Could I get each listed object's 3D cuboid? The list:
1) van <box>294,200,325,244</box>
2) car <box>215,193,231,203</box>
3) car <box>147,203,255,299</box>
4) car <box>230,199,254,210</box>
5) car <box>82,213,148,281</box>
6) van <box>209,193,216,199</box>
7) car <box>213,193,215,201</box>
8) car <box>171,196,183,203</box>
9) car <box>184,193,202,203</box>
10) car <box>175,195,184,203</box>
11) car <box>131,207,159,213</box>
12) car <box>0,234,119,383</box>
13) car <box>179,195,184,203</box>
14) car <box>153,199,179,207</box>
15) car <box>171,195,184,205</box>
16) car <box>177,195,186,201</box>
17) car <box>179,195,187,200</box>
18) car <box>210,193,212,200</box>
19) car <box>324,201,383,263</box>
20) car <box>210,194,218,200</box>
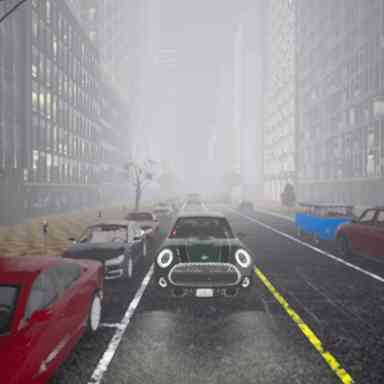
[{"bbox_3d":[6.011,1.316,15.315,1.690,1.788,3.998,-1,0,0],"label":"van"},{"bbox_3d":[5.935,1.210,60.785,2.192,1.841,5.009,-1,0,0],"label":"car"},{"bbox_3d":[0.242,1.337,8.621,2.097,1.767,4.553,0,0,0],"label":"car"},{"bbox_3d":[5.975,1.486,38.050,2.008,1.369,4.403,-1,0,0],"label":"car"},{"bbox_3d":[-2.359,1.534,9.618,2.008,1.369,4.403,-1,0,0],"label":"car"},{"bbox_3d":[5.878,1.173,94.886,1.690,1.788,3.998,-1,0,0],"label":"van"},{"bbox_3d":[5.925,1.200,66.469,2.192,1.841,5.009,-1,0,0],"label":"car"},{"bbox_3d":[-2.405,1.485,38.036,2.008,1.369,4.403,-1,0,0],"label":"car"},{"bbox_3d":[0.273,1.136,49.277,2.150,2.045,5.566,0,0,0],"label":"car"},{"bbox_3d":[-2.453,1.410,66.285,1.752,1.417,4.829,-1,0,0],"label":"car"},{"bbox_3d":[-2.367,1.556,15.302,1.802,1.307,4.206,-1,0,0],"label":"car"},{"bbox_3d":[-2.348,1.538,3.935,1.887,1.381,4.507,-1,0,0],"label":"car"},{"bbox_3d":[-2.424,1.497,49.403,1.802,1.307,4.206,-1,0,0],"label":"car"},{"bbox_3d":[-2.387,1.505,26.669,2.008,1.369,4.403,-1,0,0],"label":"car"},{"bbox_3d":[-2.435,1.345,55.087,1.967,1.590,4.097,-1,0,0],"label":"car"},{"bbox_3d":[-2.472,1.429,77.822,1.947,1.339,4.313,-1,0,0],"label":"car"},{"bbox_3d":[-2.491,1.393,89.189,2.008,1.369,4.403,-1,0,0],"label":"car"},{"bbox_3d":[5.908,1.304,77.836,1.967,1.590,4.097,-1,0,0],"label":"car"},{"bbox_3d":[6.020,1.299,9.632,2.192,1.841,5.009,-1,0,0],"label":"car"},{"bbox_3d":[5.888,1.283,89.203,1.967,1.590,4.097,-1,0,0],"label":"car"}]
